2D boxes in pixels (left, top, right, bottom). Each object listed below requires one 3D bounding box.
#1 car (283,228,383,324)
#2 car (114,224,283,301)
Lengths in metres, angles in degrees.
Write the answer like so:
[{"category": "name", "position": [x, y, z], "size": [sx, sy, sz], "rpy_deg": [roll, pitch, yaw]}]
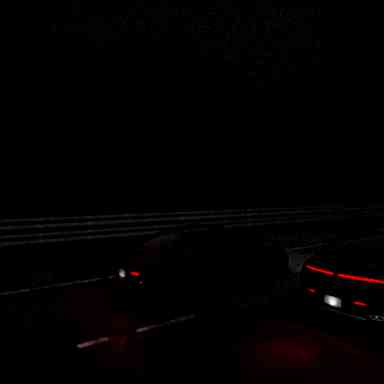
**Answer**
[{"category": "car", "position": [4.240, 1.511, 6.772], "size": [4.892, 1.490, 1.837], "rpy_deg": [0, 0, -35]}, {"category": "car", "position": [0.402, 1.530, 8.336], "size": [4.674, 1.442, 1.812], "rpy_deg": [0, 0, -35]}]
